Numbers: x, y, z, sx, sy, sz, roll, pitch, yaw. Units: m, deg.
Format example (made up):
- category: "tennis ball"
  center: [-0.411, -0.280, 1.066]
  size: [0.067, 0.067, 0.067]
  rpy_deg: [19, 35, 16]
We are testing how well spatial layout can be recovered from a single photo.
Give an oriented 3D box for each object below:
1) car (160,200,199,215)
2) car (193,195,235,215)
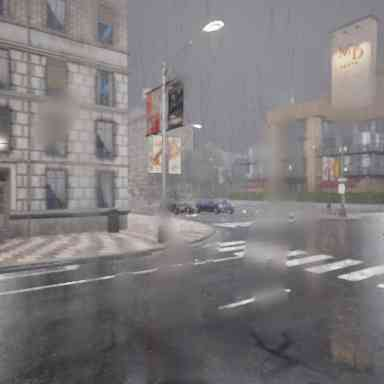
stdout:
- category: "car"
  center: [-1.575, 1.558, 34.105]
  size: [1.994, 1.385, 4.181]
  rpy_deg: [0, 0, -36]
- category: "car"
  center: [2.358, 1.345, 34.633]
  size: [2.097, 1.767, 4.553]
  rpy_deg: [0, 0, -36]
